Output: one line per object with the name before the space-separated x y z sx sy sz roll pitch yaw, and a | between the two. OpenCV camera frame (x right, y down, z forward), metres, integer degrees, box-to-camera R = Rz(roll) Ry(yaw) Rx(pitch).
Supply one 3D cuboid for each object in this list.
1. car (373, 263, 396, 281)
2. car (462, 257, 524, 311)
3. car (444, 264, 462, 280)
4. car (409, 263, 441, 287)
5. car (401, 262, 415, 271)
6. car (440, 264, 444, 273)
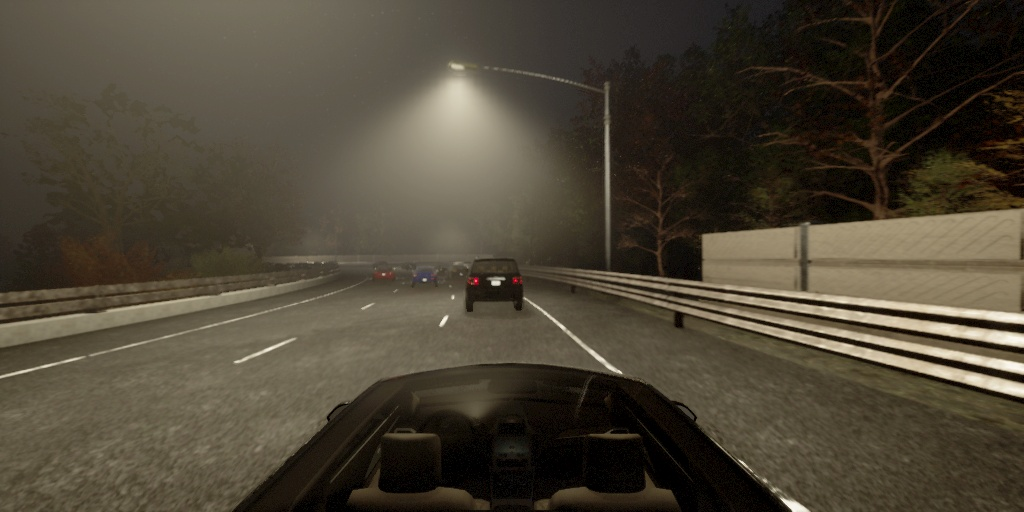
car | -12.040 1.611 33.921 1.994 1.385 4.181 0 0 -17
car | -0.862 1.066 15.191 2.150 2.045 5.566 0 -1 -7
car | -5.400 1.539 35.816 1.812 1.442 4.674 0 0 -17
car | -6.527 1.489 26.996 1.812 1.442 4.674 0 0 -13
car | -17.950 1.782 62.555 1.837 1.490 4.892 0 -1 -32
car | -8.914 1.710 46.632 1.895 1.301 4.718 0 0 -19
